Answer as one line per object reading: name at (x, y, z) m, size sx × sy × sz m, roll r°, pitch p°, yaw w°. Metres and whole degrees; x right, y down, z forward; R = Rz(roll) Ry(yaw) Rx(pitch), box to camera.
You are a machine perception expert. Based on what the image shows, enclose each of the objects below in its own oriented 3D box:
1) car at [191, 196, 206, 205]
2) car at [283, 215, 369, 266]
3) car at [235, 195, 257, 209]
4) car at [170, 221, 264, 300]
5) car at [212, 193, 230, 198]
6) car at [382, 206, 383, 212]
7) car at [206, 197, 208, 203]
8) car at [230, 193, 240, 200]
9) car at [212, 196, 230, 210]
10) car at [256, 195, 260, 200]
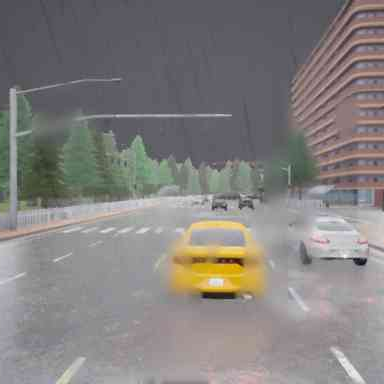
car at (1.009, 1.519, 57.193) m, size 1.812 × 1.442 × 4.674 m, roll 0°, pitch 0°, yaw 5°
car at (4.436, 1.524, 11.521) m, size 1.812 × 1.442 × 4.674 m, roll 0°, pitch 0°, yaw 5°
car at (7.211, 1.517, 44.956) m, size 1.837 × 1.490 × 4.892 m, roll 0°, pitch 0°, yaw 5°
car at (0.657, 1.477, 8.488) m, size 1.882 × 1.535 × 5.008 m, roll 0°, pitch 0°, yaw 5°
car at (7.163, 1.215, 87.075) m, size 2.150 × 2.045 × 5.566 m, roll 0°, pitch 0°, yaw 27°
car at (22.452, 1.556, 34.514) m, size 4.892 × 1.490 × 1.837 m, roll 0°, pitch 0°, yaw 5°
car at (2.384, 1.516, 72.240) m, size 1.812 × 1.442 × 4.674 m, roll 0°, pitch 0°, yaw 6°
car at (11.122, 1.215, 86.964) m, size 2.150 × 2.045 × 5.566 m, roll 0°, pitch 0°, yaw 31°
car at (3.588, 1.614, 43.592) m, size 1.895 × 1.301 × 4.718 m, roll 0°, pitch 0°, yaw 5°
car at (15.338, 1.515, 87.039) m, size 2.128 × 1.511 × 4.902 m, roll 0°, pitch 0°, yaw 34°
